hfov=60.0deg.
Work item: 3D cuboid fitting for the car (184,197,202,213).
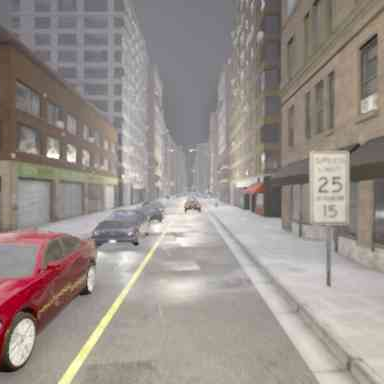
[{"bbox_3d":[0.077,1.559,36.856,1.895,1.301,4.718,0,0,0],"label":"car"}]

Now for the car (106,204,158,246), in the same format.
[{"bbox_3d":[-3.062,1.530,15.552,2.033,1.411,5.357,0,0,0],"label":"car"}]

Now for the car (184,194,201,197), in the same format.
[{"bbox_3d":[0.002,1.472,47.868,1.812,1.442,4.674,0,0,0],"label":"car"}]

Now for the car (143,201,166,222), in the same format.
[{"bbox_3d":[-3.063,1.476,25.726,1.837,1.490,4.892,0,0,0],"label":"car"}]

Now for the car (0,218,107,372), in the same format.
[{"bbox_3d":[-3.093,1.471,5.820,1.882,1.535,5.008,0,0,-1],"label":"car"}]
